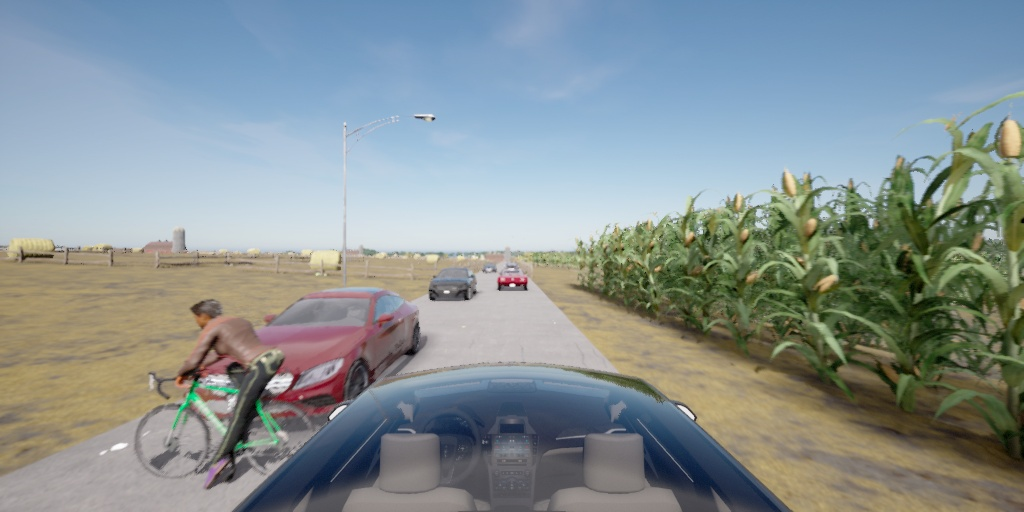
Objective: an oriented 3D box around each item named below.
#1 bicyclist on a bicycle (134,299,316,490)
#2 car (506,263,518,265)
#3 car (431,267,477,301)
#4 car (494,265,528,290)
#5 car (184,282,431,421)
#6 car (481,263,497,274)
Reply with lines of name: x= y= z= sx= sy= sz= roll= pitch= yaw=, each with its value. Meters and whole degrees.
bicyclist on a bicycle: x=-2.585 y=1.211 z=3.238 sx=1.656 sy=1.620 sz=0.582 roll=-1 pitch=0 yaw=0
car: x=-0.036 y=1.530 z=42.478 sx=2.128 sy=1.511 sz=4.902 roll=0 pitch=0 yaw=0
car: x=-2.895 y=1.326 z=18.384 sx=1.882 sy=1.535 sz=5.008 roll=0 pitch=0 yaw=0
car: x=0.021 y=1.488 z=23.891 sx=1.895 sy=1.301 sz=4.718 roll=0 pitch=0 yaw=0
car: x=-2.848 y=1.299 z=6.092 sx=1.812 sy=1.442 sz=4.674 roll=0 pitch=0 yaw=0
car: x=-2.996 y=1.621 z=49.059 sx=1.812 sy=1.442 sz=4.674 roll=0 pitch=-1 yaw=0
